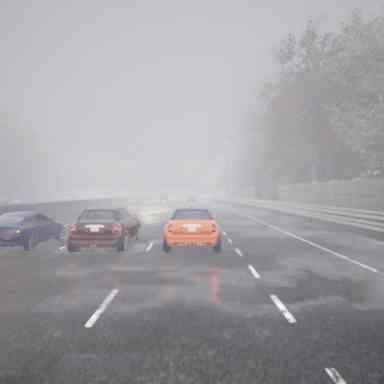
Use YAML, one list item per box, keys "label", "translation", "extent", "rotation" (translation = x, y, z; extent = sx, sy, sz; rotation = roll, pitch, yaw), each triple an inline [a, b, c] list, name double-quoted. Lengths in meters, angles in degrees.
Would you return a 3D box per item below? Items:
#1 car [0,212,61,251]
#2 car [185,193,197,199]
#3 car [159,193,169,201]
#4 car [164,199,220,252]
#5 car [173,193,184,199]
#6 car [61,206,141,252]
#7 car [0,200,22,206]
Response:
- label: "car"
  translation: [-6.997, 1.542, 13.987]
  extent: [1.812, 1.442, 4.674]
  rotation: [0, 0, 0]
- label: "car"
  translation: [0.031, 1.439, 73.731]
  extent: [2.097, 1.767, 4.553]
  rotation: [0, 0, 0]
- label: "car"
  translation: [-6.964, 1.321, 83.627]
  extent: [2.150, 2.045, 5.566]
  rotation: [0, 0, 0]
- label: "car"
  translation: [0.003, 1.368, 14.198]
  extent: [2.097, 1.767, 4.553]
  rotation: [0, 0, 0]
- label: "car"
  translation: [-3.466, 1.569, 79.657]
  extent: [1.882, 1.535, 5.008]
  rotation: [0, 0, 0]
- label: "car"
  translation: [-3.493, 1.368, 14.039]
  extent: [2.097, 1.767, 4.553]
  rotation: [0, 0, 0]
- label: "car"
  translation: [-17.563, 1.529, 31.094]
  extent: [2.128, 1.511, 4.902]
  rotation: [0, 0, 0]
